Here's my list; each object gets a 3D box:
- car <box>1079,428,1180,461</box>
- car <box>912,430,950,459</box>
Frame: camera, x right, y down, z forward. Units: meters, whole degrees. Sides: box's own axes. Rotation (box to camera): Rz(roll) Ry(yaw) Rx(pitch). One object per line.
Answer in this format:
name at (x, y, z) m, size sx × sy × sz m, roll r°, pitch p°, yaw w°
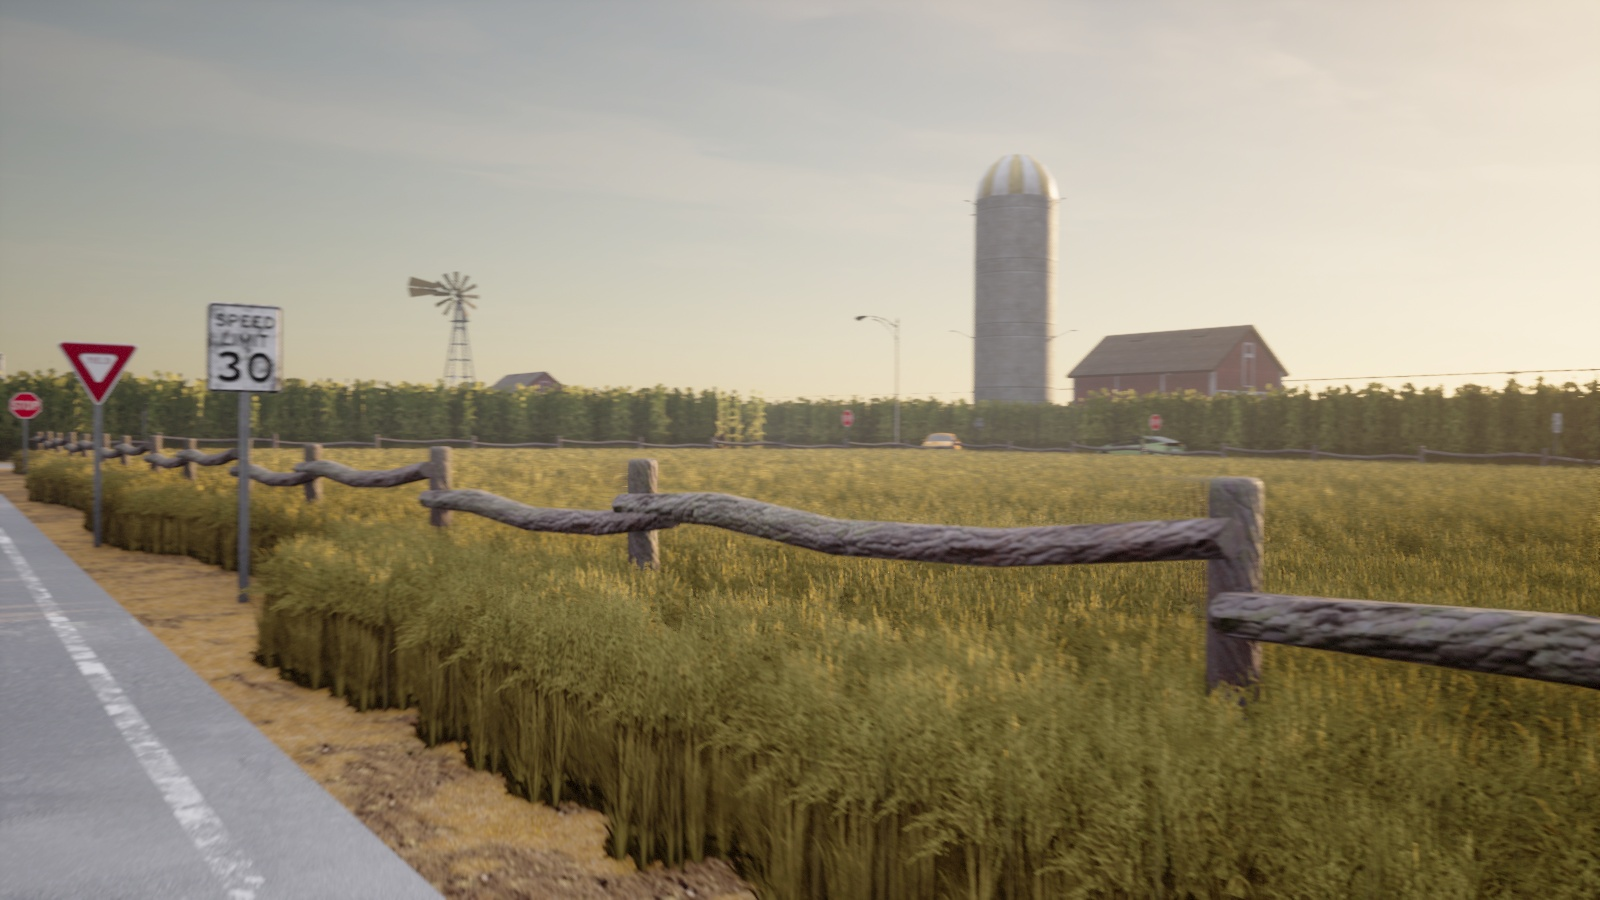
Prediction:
car at (15.964, -0.279, 61.000) m, size 2.007 × 1.525 × 4.514 m, roll -1°, pitch 1°, yaw -35°
car at (7.481, -0.356, 71.368) m, size 1.882 × 1.535 × 5.008 m, roll -1°, pitch 1°, yaw 9°
